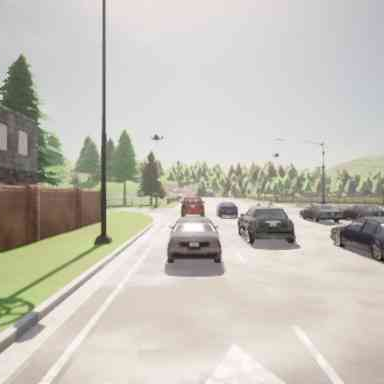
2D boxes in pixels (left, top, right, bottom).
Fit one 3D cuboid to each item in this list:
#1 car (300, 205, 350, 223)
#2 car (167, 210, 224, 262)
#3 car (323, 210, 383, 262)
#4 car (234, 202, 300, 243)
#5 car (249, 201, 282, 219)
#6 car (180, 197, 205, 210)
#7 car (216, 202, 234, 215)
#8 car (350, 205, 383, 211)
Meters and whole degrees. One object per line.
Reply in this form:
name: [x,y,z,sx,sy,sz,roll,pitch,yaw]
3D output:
car: [10.561,1.740,27.474,2.033,1.411,5.357,0,0,0]
car: [0.075,1.635,12.441,2.033,1.411,5.357,0,0,0]
car: [7.074,1.636,12.475,2.033,1.411,5.357,0,0,0]
car: [3.576,1.471,16.785,2.097,1.767,4.553,0,0,0]
car: [7.065,1.719,32.542,2.128,1.511,4.902,0,0,0]
car: [0.066,1.443,31.593,2.150,2.045,5.566,0,0,0]
car: [3.565,1.716,34.087,1.882,1.535,5.008,0,0,0]
car: [14.059,1.740,27.466,2.033,1.411,5.357,0,0,0]
